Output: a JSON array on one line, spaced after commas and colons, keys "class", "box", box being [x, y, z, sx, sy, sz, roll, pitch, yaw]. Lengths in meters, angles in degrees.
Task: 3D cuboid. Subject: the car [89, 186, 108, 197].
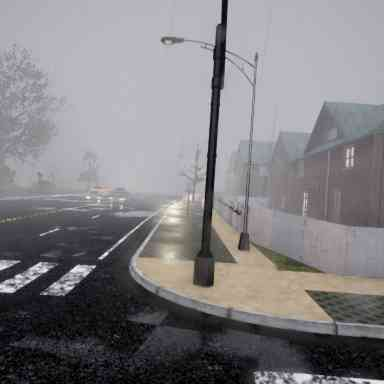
[{"class": "car", "box": [-13.964, -0.179, 50.058, 1.882, 1.535, 5.008, 4, 1, 1]}]

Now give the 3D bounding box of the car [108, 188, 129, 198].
[{"class": "car", "box": [-10.726, 0.090, 49.963, 1.812, 1.442, 4.674, 4, 1, 1]}]
